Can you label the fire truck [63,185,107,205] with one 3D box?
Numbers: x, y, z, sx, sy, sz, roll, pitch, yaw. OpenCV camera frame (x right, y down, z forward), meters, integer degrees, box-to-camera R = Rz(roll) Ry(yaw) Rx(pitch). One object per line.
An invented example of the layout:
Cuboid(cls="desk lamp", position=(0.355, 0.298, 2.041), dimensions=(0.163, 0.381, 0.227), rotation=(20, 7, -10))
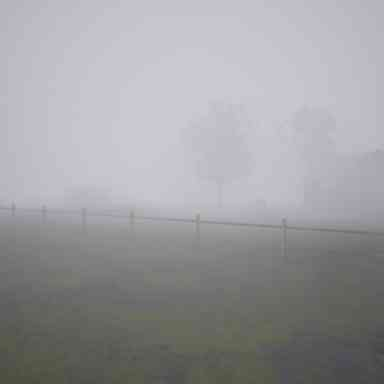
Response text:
Cuboid(cls="fire truck", position=(-21.102, 0.619, 66.221), dimensions=(2.891, 3.827, 8.468), rotation=(-1, -1, 35))
